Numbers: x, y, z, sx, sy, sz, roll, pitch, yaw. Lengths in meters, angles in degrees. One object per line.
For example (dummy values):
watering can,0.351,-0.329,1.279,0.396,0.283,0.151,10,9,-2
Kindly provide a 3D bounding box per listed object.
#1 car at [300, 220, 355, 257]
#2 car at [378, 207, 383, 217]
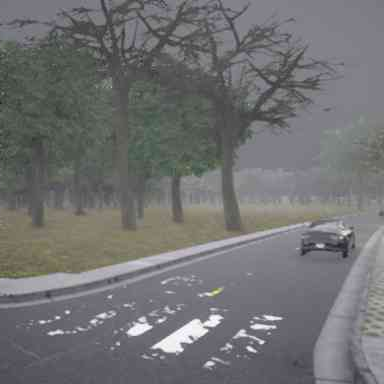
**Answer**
car,6.068,1.950,14.771,1.812,1.442,4.674,-3,-3,30
car,28.584,2.910,48.782,1.812,1.442,4.674,-3,-4,36
